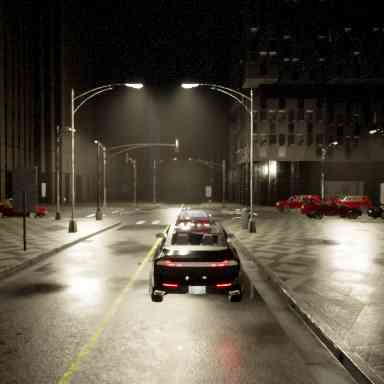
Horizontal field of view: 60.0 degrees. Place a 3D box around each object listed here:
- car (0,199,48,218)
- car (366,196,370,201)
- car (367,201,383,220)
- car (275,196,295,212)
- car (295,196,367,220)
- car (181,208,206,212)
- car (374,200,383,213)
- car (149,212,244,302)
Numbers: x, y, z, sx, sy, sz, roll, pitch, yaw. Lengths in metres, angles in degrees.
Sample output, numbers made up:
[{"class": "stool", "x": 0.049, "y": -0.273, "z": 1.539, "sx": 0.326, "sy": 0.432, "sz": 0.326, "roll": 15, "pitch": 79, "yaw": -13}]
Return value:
[{"class": "car", "x": -14.969, "y": 1.567, "z": 29.009, "sx": 4.507, "sy": 1.381, "sz": 1.887, "roll": 0, "pitch": 1, "yaw": 0}, {"class": "car", "x": 17.685, "y": 1.353, "z": 37.686, "sx": 5.009, "sy": 1.841, "sz": 2.192, "roll": 0, "pitch": 1, "yaw": 0}, {"class": "car", "x": 17.715, "y": 1.742, "z": 29.165, "sx": 4.313, "sy": 1.339, "sz": 1.947, "roll": 0, "pitch": 1, "yaw": 0}, {"class": "car", "x": 12.042, "y": 1.325, "z": 37.659, "sx": 5.009, "sy": 1.841, "sz": 2.192, "roll": 0, "pitch": 1, "yaw": 0}, {"class": "car", "x": 12.072, "y": 1.462, "z": 29.135, "sx": 5.009, "sy": 1.841, "sz": 2.192, "roll": 0, "pitch": 1, "yaw": 0}, {"class": "car", "x": 0.071, "y": 1.550, "z": 17.923, "sx": 2.033, "sy": 1.411, "sz": 5.357, "roll": 0, "pitch": 0, "yaw": 0}, {"class": "car", "x": 23.327, "y": 1.633, "z": 37.715, "sx": 4.313, "sy": 1.339, "sz": 1.947, "roll": 0, "pitch": 1, "yaw": 0}, {"class": "car", "x": 0.086, "y": 1.490, "z": 8.213, "sx": 2.128, "sy": 1.511, "sz": 4.902, "roll": 0, "pitch": 0, "yaw": 0}]
